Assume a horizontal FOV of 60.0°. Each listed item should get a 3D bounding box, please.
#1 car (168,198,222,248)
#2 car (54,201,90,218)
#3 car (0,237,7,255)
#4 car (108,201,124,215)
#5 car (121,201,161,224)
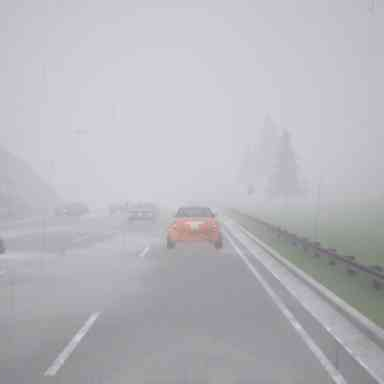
[{"bbox_3d":[0.104,1.317,14.693,2.097,1.767,4.553,0,0,0],"label":"car"},{"bbox_3d":[-10.393,1.496,29.135,1.994,1.385,4.181,0,0,0],"label":"car"},{"bbox_3d":[-6.898,1.528,8.282,2.033,1.411,5.357,0,0,0],"label":"car"},{"bbox_3d":[-6.893,1.523,33.102,1.895,1.301,4.718,0,0,0],"label":"car"},{"bbox_3d":[-3.395,1.490,24.199,2.033,1.411,5.357,0,0,0],"label":"car"}]
